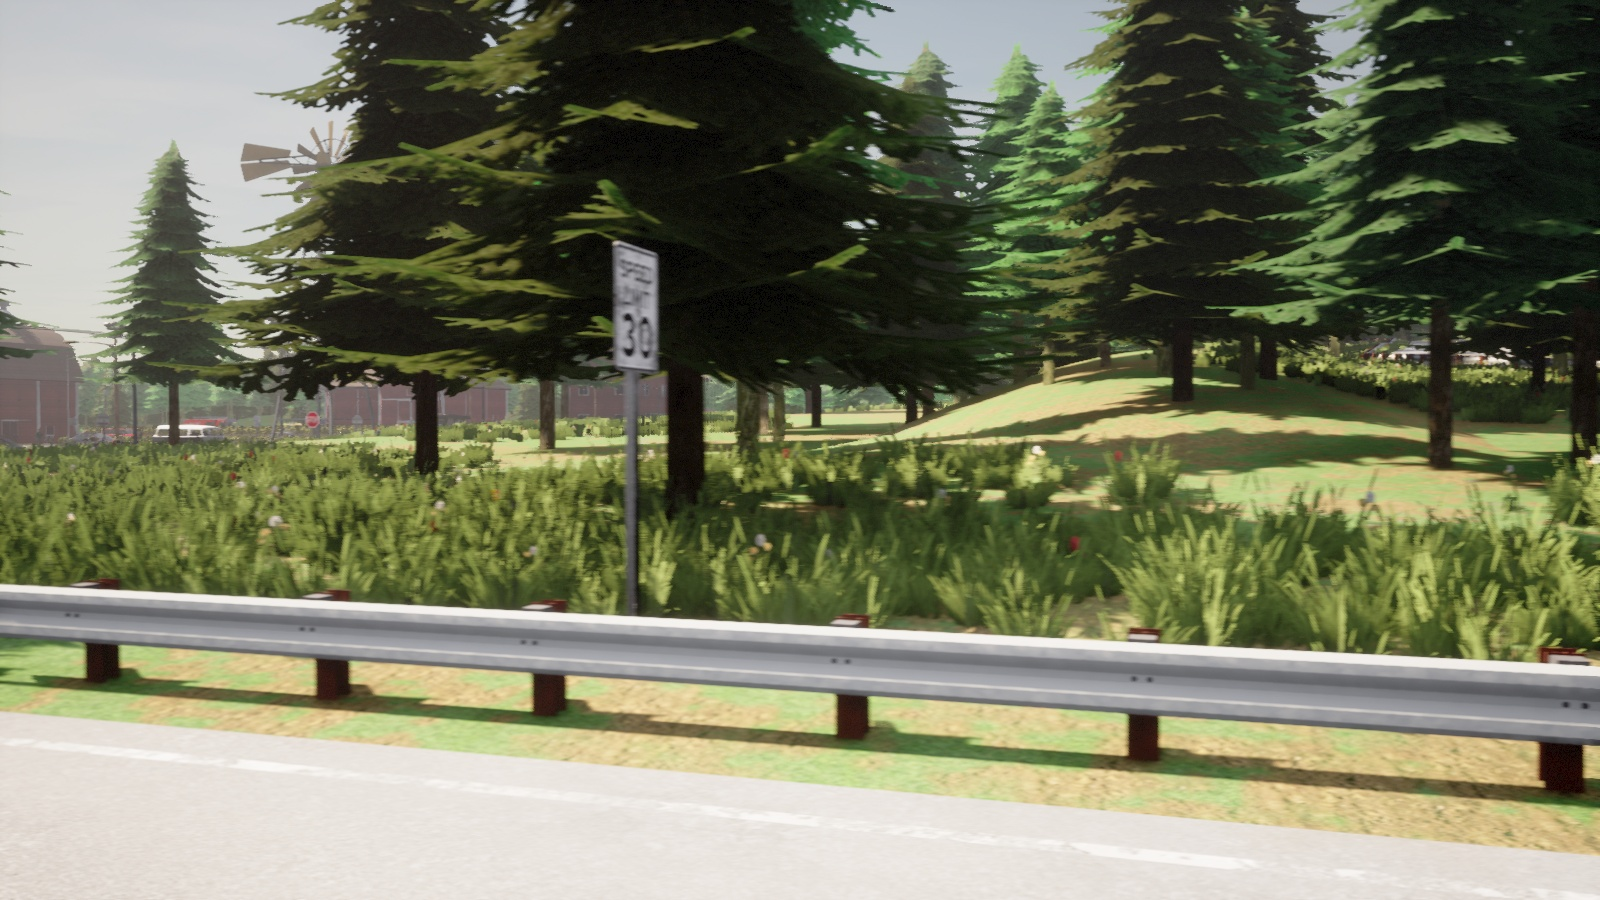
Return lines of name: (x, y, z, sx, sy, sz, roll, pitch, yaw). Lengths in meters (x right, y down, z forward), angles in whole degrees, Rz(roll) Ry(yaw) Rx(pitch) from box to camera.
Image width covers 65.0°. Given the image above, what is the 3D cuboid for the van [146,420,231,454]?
van: (-37.225, -0.789, 76.505, 4.480, 2.038, 2.069, 1, 1, 19)
